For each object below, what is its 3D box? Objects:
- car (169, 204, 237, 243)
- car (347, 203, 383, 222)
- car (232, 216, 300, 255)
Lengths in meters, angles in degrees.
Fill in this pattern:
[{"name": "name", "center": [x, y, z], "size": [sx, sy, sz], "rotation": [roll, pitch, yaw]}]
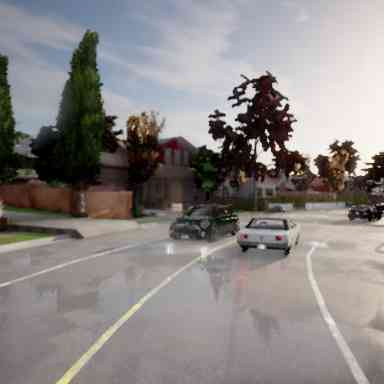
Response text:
[{"name": "car", "center": [0.731, 1.409, 16.545], "size": [2.097, 1.767, 4.553], "rotation": [1, 0, 28]}, {"name": "car", "center": [15.965, 1.916, 30.579], "size": [2.033, 1.411, 5.357], "rotation": [0, -1, 42]}, {"name": "car", "center": [3.364, 1.670, 13.845], "size": [1.895, 1.301, 4.718], "rotation": [0, 0, 23]}]
